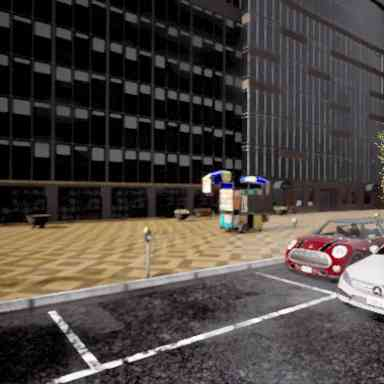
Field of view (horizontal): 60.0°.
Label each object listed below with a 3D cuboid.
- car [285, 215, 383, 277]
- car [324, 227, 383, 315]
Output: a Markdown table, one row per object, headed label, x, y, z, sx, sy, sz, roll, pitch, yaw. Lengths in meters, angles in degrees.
| label | x | y | z | sx | sy | sz | roll | pitch | yaw |
| --- | --- | --- | --- | --- | --- | --- | --- | --- | --- |
| car | 4.634 | 1.513 | 9.871 | 4.097 | 1.590 | 1.967 | 1 | 0 | -36 |
| car | 4.968 | 1.587 | 6.910 | 4.674 | 1.442 | 1.812 | 1 | 0 | -36 |
